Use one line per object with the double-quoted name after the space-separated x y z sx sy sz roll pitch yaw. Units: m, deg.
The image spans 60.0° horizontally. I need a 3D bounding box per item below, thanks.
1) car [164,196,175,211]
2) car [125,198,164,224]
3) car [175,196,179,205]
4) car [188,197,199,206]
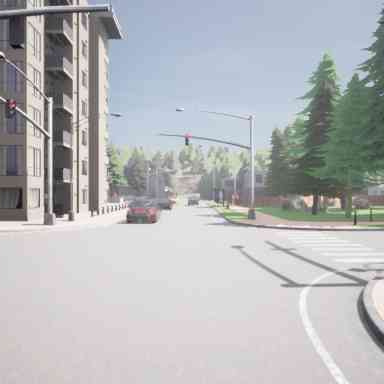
-3.453 1.478 41.007 1.882 1.535 5.008 0 0 0 "car"
-3.515 1.352 24.620 2.097 1.767 4.553 0 0 0 "car"
-3.303 1.478 59.170 1.882 1.535 5.008 0 0 0 "car"
0.196 1.547 55.737 2.033 1.411 5.357 0 0 0 "car"
